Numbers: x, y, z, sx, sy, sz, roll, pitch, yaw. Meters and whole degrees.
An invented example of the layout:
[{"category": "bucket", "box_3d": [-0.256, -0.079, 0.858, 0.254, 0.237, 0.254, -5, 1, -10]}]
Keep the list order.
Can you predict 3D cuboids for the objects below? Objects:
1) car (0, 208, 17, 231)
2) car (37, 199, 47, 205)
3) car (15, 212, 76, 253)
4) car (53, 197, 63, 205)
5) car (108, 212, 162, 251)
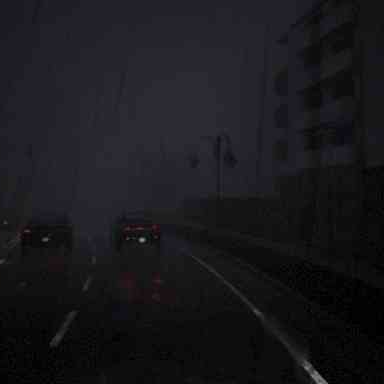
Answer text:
[{"category": "car", "box_3d": [-12.803, 1.806, 22.394, 2.033, 1.411, 5.357, 0, -1, -20]}, {"category": "car", "box_3d": [-35.731, 2.429, 79.318, 2.033, 1.411, 5.357, 0, -1, -19]}, {"category": "car", "box_3d": [-6.269, 1.643, 14.795, 1.882, 1.535, 5.008, 0, 0, -19]}, {"category": "car", "box_3d": [-32.418, 2.445, 80.446, 1.994, 1.385, 4.181, 0, -1, -19]}, {"category": "car", "box_3d": [-2.674, 1.654, 15.097, 2.128, 1.511, 4.902, 0, 0, -18]}]
